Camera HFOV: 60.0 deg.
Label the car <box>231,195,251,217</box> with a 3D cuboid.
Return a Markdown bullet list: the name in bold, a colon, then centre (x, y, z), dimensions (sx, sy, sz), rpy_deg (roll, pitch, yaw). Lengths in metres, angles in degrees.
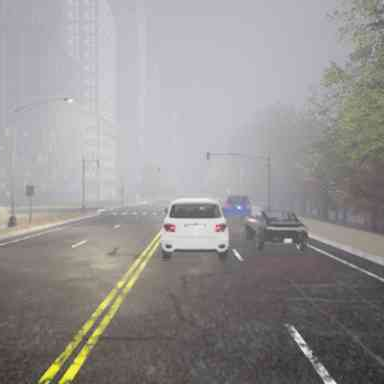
- **car**: centre (3.363, 1.208, 26.412), dimensions (2.150, 2.045, 5.566), rpy_deg (0, 0, 0)

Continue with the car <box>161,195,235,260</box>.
- **car**: centre (0.098, 1.217, 12.547), dimensions (2.150, 2.045, 5.566), rpy_deg (0, 0, 0)

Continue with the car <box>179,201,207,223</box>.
- **car**: centre (0.105, 1.533, 26.776), dimensions (2.033, 1.411, 5.357), rpy_deg (0, 0, 0)

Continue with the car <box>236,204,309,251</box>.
- **car**: centre (3.349, 1.485, 14.011), dimensions (2.128, 1.511, 4.902), rpy_deg (0, 0, 0)
